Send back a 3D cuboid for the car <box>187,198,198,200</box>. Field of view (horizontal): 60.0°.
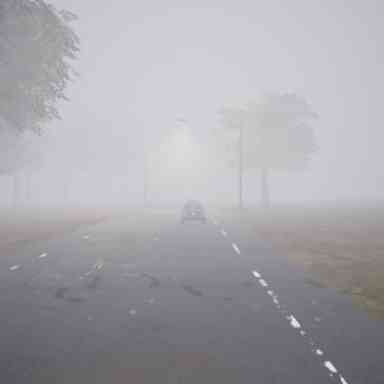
[{"bbox_3d":[0.102,1.510,41.661,1.882,1.535,5.008,0,0,0],"label":"car"}]

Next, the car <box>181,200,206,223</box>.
[{"bbox_3d":[0.102,1.547,25.214,2.033,1.411,5.357,0,0,0],"label":"car"}]
